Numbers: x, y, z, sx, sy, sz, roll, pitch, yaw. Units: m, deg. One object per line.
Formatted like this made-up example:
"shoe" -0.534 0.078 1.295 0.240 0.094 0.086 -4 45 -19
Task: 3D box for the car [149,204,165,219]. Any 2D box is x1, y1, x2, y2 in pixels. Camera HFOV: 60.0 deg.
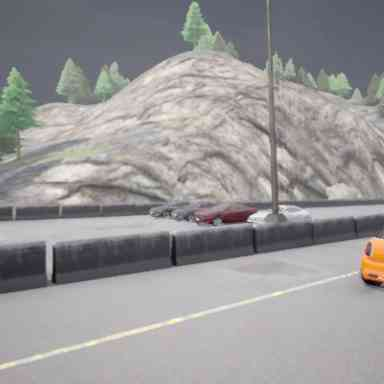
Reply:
"car" -1.382 1.520 28.808 4.892 1.490 1.837 0 0 -35

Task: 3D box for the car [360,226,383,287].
"car" 6.171 1.361 8.159 4.553 1.767 2.097 0 0 -35

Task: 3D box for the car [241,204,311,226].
"car" 5.581 1.541 20.878 4.674 1.442 1.812 0 0 -36

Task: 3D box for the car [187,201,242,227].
"car" 2.390 1.492 22.901 5.008 1.535 1.882 0 0 -36

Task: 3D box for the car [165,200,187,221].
"car" 0.646 1.520 25.955 4.892 1.490 1.837 0 0 -36
